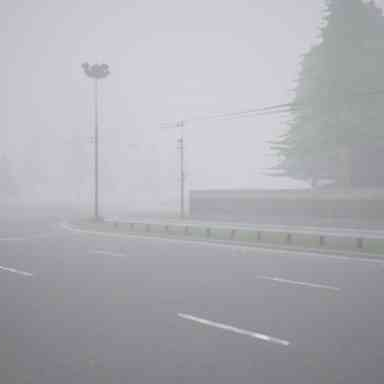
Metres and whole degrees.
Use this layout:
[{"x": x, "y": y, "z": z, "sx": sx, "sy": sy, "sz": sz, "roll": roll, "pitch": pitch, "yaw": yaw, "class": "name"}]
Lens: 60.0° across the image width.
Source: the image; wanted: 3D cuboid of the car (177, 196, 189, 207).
[{"x": 0.116, "y": 1.920, "z": 61.033, "sx": 2.128, "sy": 1.511, "sz": 4.902, "roll": -1, "pitch": 0, "yaw": 37, "class": "car"}]

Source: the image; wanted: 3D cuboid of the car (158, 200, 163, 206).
[{"x": -4.739, "y": 1.961, "z": 66.164, "sx": 1.882, "sy": 1.535, "sz": 5.008, "roll": 0, "pitch": 0, "yaw": 37, "class": "car"}]

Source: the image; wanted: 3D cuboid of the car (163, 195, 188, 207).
[{"x": -2.446, "y": 1.676, "z": 63.410, "sx": 2.150, "sy": 2.045, "sz": 5.566, "roll": -1, "pitch": -1, "yaw": 37, "class": "car"}]
